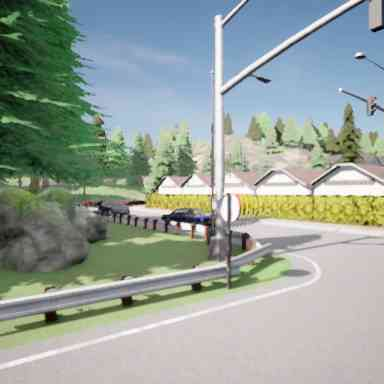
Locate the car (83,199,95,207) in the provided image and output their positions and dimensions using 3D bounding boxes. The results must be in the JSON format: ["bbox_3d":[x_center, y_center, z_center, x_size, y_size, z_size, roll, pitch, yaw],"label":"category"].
[{"bbox_3d":[-14.781,1.680,51.648,1.895,1.301,4.718,0,0,18],"label":"car"}]

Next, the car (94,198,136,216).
[{"bbox_3d":[-7.676,1.621,32.781,1.837,1.490,4.892,0,2,-35],"label":"car"}]

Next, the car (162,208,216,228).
[{"bbox_3d":[-0.021,1.725,21.776,1.895,1.301,4.718,0,0,-35],"label":"car"}]

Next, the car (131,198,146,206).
[{"bbox_3d":[-9.426,1.647,54.346,1.895,1.301,4.718,0,0,33],"label":"car"}]
